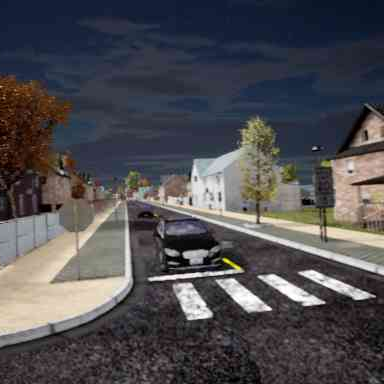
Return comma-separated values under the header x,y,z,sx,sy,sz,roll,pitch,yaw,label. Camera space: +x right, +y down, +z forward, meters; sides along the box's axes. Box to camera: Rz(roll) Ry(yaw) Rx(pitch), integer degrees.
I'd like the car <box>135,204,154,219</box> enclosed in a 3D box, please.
x,y,z,sx,sy,sz,roll,pitch,yaw,label
-5.148,2.012,35.871,2.033,1.411,5.357,-3,0,-11,car

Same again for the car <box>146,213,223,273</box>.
x,y,z,sx,sy,sz,roll,pitch,yaw,label
-0.326,1.674,11.616,2.128,1.511,4.902,-3,0,-10,car
